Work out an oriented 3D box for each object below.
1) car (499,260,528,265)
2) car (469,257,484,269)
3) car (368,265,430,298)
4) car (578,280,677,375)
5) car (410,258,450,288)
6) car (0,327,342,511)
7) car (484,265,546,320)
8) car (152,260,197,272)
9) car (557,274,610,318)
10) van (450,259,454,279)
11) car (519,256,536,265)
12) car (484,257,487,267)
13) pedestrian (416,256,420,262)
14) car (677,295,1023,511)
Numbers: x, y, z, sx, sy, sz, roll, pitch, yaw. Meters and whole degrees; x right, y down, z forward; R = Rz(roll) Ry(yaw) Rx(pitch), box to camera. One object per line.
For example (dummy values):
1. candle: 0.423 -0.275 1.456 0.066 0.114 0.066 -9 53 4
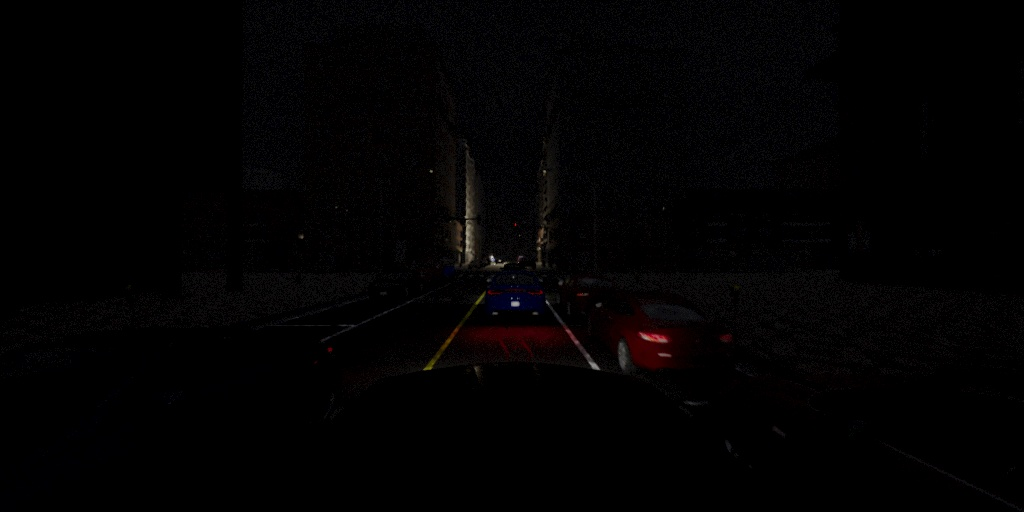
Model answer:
1. car: 0.098 1.281 28.474 1.837 1.490 4.892 0 0 0
2. car: -5.853 1.269 56.633 1.751 1.417 4.829 0 0 0
3. car: -5.856 1.332 18.504 1.948 1.339 4.313 0 0 0
4. car: 2.669 1.338 7.199 1.802 1.307 4.207 0 0 0
5. car: -5.855 1.087 24.144 2.192 1.841 5.009 0 0 0
6. car: -3.101 1.315 2.757 1.994 1.385 4.181 0 0 0
7. car: 0.098 1.239 12.752 1.882 1.535 5.008 0 0 0
8. car: -42.470 1.237 45.080 4.902 1.511 2.128 0 0 1
9. car: 2.669 1.306 12.838 1.888 1.381 4.507 0 0 0
10. van: -5.855 1.117 29.786 1.690 1.789 3.998 0 0 0
11. car: 2.674 1.059 56.775 2.192 1.841 5.009 0 0 0
12. car: -5.852 1.300 62.459 1.948 1.339 4.313 0 0 0
13. pedestrian: -12.547 0.892 47.753 0.375 1.860 0.375 0 0 1
14. car: 2.668 1.190 1.559 1.967 1.591 4.097 0 0 0
